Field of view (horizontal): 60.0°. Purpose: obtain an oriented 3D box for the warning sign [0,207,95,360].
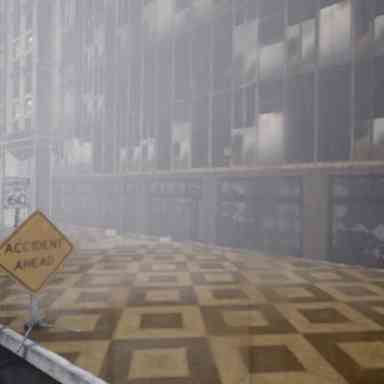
[{"bbox_3d":[-2.365,1.179,5.007,1.060,1.860,1.300,1,-1,38],"label":"warning sign"}]
